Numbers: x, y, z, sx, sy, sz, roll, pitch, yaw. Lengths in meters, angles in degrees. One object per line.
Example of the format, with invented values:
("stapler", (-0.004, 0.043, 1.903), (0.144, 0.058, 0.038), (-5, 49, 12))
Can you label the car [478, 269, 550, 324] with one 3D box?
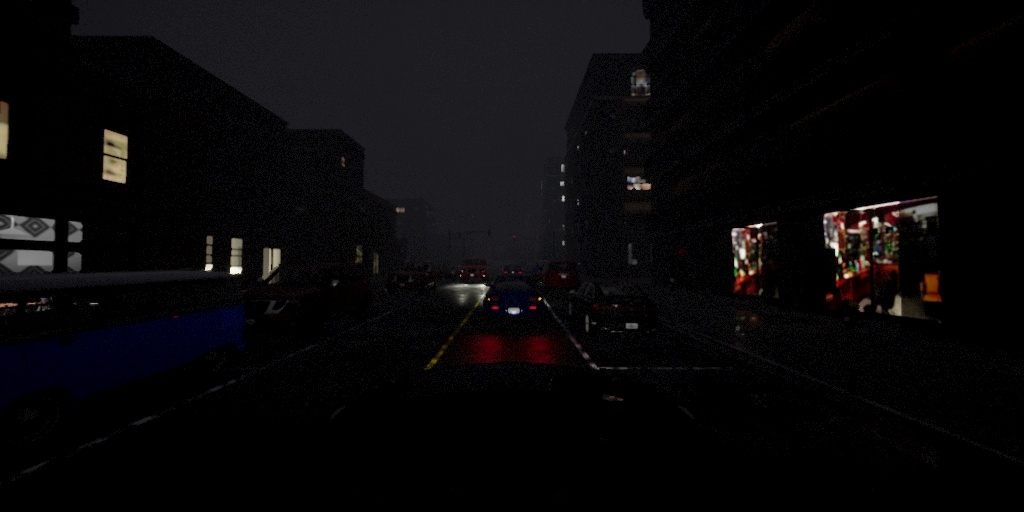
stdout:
("car", (0.072, 1.337, 12.134), (1.812, 1.442, 4.674), (0, 0, 0))

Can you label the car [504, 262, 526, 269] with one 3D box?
("car", (0.077, 1.479, 32.485), (2.033, 1.411, 5.357), (0, 0, 0))

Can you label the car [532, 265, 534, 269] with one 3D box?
("car", (2.680, 1.336, 26.467), (1.967, 1.591, 4.097), (0, 0, 0))

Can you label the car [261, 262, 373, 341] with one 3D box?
("car", (-5.693, 1.116, 10.249), (2.192, 1.841, 5.009), (0, 0, 0))

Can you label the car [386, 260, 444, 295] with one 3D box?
("car", (-5.698, 1.180, 21.063), (2.192, 1.841, 5.009), (0, 0, 0))

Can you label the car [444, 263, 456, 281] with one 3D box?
("car", (-5.703, 1.368, 31.878), (1.967, 1.591, 4.097), (0, 0, 0))

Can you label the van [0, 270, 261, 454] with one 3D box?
("van", (-5.691, 1.110, 4.842), (1.690, 1.789, 3.998), (0, 0, 0))

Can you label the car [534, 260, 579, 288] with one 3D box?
("car", (2.682, 1.179, 21.060), (2.192, 1.841, 5.009), (0, 0, 0))

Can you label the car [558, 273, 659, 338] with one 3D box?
("car", (2.688, 1.351, 10.246), (2.007, 1.370, 4.403), (0, 0, 0))

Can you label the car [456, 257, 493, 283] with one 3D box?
("car", (-3.111, 1.143, 30.720), (2.150, 2.045, 5.566), (0, 0, 0))
